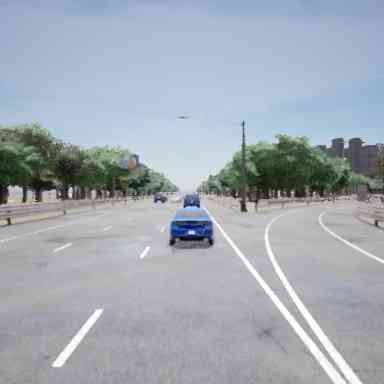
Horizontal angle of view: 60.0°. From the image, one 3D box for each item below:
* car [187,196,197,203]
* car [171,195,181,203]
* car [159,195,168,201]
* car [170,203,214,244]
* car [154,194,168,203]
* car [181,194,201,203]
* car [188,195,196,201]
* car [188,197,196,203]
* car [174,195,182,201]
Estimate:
[{"bbox_3d":[-0.020,1.665,73.506,2.033,1.411,5.357,0,0,0],"label":"car"},{"bbox_3d":[-3.519,1.644,72.672,1.812,1.442,4.674,0,0,0],"label":"car"},{"bbox_3d":[-7.022,1.468,82.678,1.882,1.535,5.008,0,0,0],"label":"car"},{"bbox_3d":[-0.010,1.490,15.919,1.882,1.535,5.008,0,0,0],"label":"car"},{"bbox_3d":[-7.019,1.343,72.288,2.150,2.045,5.566,0,0,0],"label":"car"},{"bbox_3d":[-0.013,1.263,43.889,2.150,2.045,5.566,0,0,0],"label":"car"},{"bbox_3d":[-0.023,1.487,83.096,1.882,1.535,5.008,0,0,0],"label":"car"},{"bbox_3d":[-0.020,1.731,75.039,1.895,1.301,4.718,0,0,0],"label":"car"},{"bbox_3d":[-3.522,1.515,82.680,1.812,1.442,4.674,0,0,0],"label":"car"}]
